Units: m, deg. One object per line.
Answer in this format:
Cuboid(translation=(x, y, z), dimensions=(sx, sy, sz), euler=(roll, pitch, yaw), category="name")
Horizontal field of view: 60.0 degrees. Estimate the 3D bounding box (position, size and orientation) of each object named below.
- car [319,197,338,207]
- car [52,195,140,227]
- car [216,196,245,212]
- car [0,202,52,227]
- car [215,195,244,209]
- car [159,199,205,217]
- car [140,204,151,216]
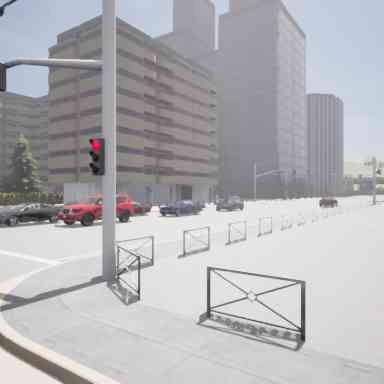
Cuboid(translation=(20.846, 1.478, 50.674), dimensions=(1.882, 1.535, 5.008), euler=(0, 0, 35), category="car")
Cuboid(translation=(-6.582, 1.221, 23.549), dimensions=(2.150, 2.045, 5.566), euler=(0, 0, 35), category="car")
Cuboid(translation=(4.650, 1.526, 39.814), dimensions=(1.812, 1.442, 4.674), euler=(0, 0, 35), category="car")
Cuboid(translation=(-11.244, 1.492, 22.951), dimensions=(2.128, 1.511, 4.902), euler=(0, 0, 35), category="car")
Cuboid(translation=(5.356, 1.352, 46.961), dimensions=(2.097, 1.767, 4.553), euler=(0, 0, 35), category="car")
Cuboid(translation=(-1.036, 1.601, 31.593), dimensions=(1.895, 1.301, 4.718), euler=(0, 0, 35), category="car")
Cuboid(translation=(-5.984, 1.601, 30.582), dimensions=(1.895, 1.301, 4.718), euler=(0, 0, 35), category="car")
